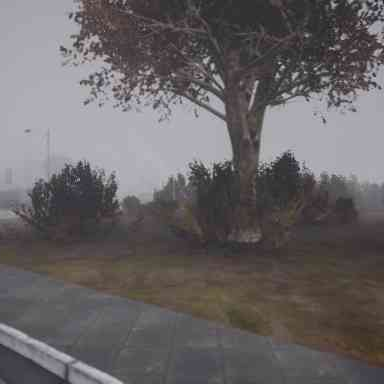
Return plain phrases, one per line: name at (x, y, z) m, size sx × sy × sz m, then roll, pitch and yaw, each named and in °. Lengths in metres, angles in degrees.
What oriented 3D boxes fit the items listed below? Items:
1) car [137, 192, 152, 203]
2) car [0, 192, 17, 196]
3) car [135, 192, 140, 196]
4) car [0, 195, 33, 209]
car at (-6.760, 1.299, 58.170) m, size 1.882 × 1.535 × 5.008 m, roll 0°, pitch 0°, yaw 34°
car at (-23.336, 1.030, 39.213) m, size 2.150 × 2.045 × 5.566 m, roll 0°, pitch 0°, yaw 33°
car at (-9.316, 1.026, 60.644) m, size 2.150 × 2.045 × 5.566 m, roll 0°, pitch 0°, yaw 34°
car at (-19.134, 1.374, 39.259) m, size 2.033 × 1.411 × 5.357 m, roll 0°, pitch 0°, yaw 33°
